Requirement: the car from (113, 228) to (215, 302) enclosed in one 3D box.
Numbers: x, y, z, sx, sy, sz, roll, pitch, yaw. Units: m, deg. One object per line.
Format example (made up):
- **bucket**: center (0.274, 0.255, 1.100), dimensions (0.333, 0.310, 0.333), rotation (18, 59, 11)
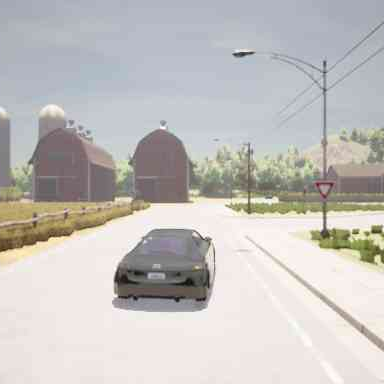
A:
- **car**: center (-0.465, 1.598, 8.421), dimensions (1.994, 1.385, 4.181), rotation (0, 0, 6)
